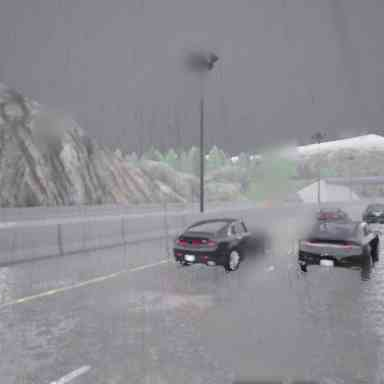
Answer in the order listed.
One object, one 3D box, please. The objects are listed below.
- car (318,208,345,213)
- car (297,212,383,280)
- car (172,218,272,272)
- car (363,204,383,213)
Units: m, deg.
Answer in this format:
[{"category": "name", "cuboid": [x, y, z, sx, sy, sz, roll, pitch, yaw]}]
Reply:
[{"category": "car", "cuboid": [11.742, 1.955, 27.833, 1.895, 1.301, 4.718, -1, -1, 33]}, {"category": "car", "cuboid": [4.774, 1.627, 10.561, 2.128, 1.511, 4.902, -1, -1, 33]}, {"category": "car", "cuboid": [1.249, 1.658, 11.558, 1.837, 1.490, 4.892, -1, -1, 33]}, {"category": "car", "cuboid": [14.368, 1.671, 25.451, 2.097, 1.767, 4.553, -1, -1, 33]}]
